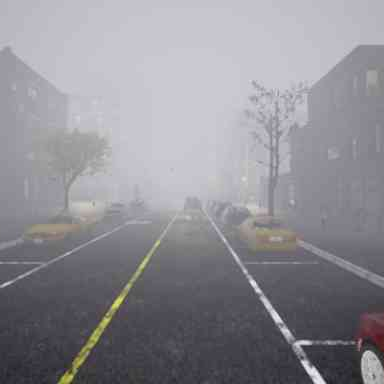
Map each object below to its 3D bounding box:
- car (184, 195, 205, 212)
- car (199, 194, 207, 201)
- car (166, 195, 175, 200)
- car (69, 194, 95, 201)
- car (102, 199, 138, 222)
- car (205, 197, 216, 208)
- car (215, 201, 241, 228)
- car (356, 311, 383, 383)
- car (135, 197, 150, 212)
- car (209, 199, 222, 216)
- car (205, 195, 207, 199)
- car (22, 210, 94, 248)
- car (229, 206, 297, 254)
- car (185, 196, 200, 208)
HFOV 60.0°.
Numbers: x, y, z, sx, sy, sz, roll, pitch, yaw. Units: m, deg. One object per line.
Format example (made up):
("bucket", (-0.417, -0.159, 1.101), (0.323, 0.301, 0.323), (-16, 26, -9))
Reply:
("car", (0.108, 1.302, 38.431), (2.097, 1.767, 4.553), (0, 0, 0))
("car", (2.826, 1.352, 84.471), (1.967, 1.590, 4.097), (0, 0, 0))
("car", (-5.757, 1.457, 85.695), (1.887, 1.381, 4.507), (0, 0, 0))
("car", (-19.984, 1.091, 60.341), (4.507, 1.381, 1.887), (1, -2, 0))
("car", (-5.801, 1.515, 26.081), (2.008, 1.369, 4.403), (0, 0, 0))
("car", (2.834, 1.532, 37.999), (1.802, 1.307, 4.206), (0, 0, 0))
("car", (2.802, 1.520, 21.452), (2.008, 1.369, 4.403), (0, 0, 0))
("car", (2.705, 1.542, 1.995), (1.887, 1.381, 4.507), (0, 0, 0))
("car", (-5.804, 1.392, 36.900), (1.967, 1.590, 4.097), (0, 0, 0))
("car", (2.833, 1.526, 28.997), (1.947, 1.339, 4.313), (0, 0, 0))
("car", (2.836, 1.485, 47.000), (1.887, 1.381, 4.507), (0, 0, 0))
("car", (-5.749, 1.504, 14.845), (1.752, 1.417, 4.829), (1, 0, 0))
("car", (2.761, 1.506, 13.231), (1.752, 1.417, 4.829), (0, 0, 0))
("car", (0.111, 1.431, 48.493), (2.128, 1.511, 4.902), (0, 0, 0))
